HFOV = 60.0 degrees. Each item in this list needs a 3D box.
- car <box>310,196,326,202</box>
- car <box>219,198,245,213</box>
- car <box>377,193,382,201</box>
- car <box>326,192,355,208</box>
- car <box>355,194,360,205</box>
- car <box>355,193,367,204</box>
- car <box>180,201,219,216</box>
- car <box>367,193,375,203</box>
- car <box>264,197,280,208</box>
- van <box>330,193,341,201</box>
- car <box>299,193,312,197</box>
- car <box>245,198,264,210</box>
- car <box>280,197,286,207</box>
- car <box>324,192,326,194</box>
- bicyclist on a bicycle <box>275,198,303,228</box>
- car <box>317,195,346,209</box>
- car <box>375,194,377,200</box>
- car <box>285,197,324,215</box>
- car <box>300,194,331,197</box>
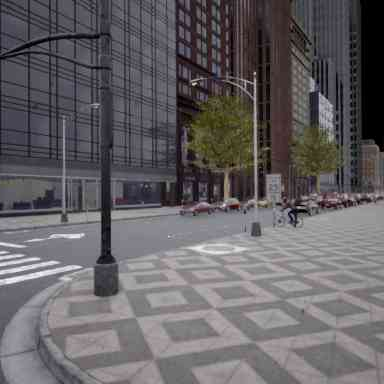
[{"bbox_3d":[26.112,1.418,68.834,1.947,1.339,4.313,0,0,35],"label":"car"},{"bbox_3d":[3.727,1.366,36.315,1.967,1.590,4.097,0,0,35],"label":"car"},{"bbox_3d":[42.718,1.358,77.925,1.802,1.307,4.206,-1,0,35],"label":"car"},{"bbox_3d":[20.337,1.136,45.413,2.192,1.841,5.009,0,0,35],"label":"car"},{"bbox_3d":[23.536,1.378,50.057,1.947,1.339,4.313,0,0,35],"label":"car"},{"bbox_3d":[26.732,1.117,54.702,2.192,1.841,5.009,0,0,35],"label":"car"},{"bbox_3d":[0.531,1.524,31.670,1.802,1.307,4.206,0,0,35],"label":"car"},{"bbox_3d":[33.127,1.099,63.993,2.192,1.841,5.009,0,0,35],"label":"car"},{"bbox_3d":[10.026,1.426,45.466,1.752,1.417,4.829,0,0,35],"label":"car"},{"bbox_3d":[35.701,1.185,82.771,1.690,1.788,3.998,-1,0,35],"label":"van"},{"bbox_3d":[19.715,1.415,59.543,1.887,1.381,4.507,0,0,35],"label":"car"},{"bbox_3d":[6.926,1.495,40.961,1.802,1.307,4.206,0,0,35],"label":"car"},{"bbox_3d":[13.320,1.455,50.252,1.947,1.339,4.313,0,0,35],"label":"car"},{"bbox_3d":[22.260,1.051,52.739,2.150,2.045,5.566,-1,0,35],"label":"car"},{"bbox_3d":[5.315,1.177,18.363,1.656,1.620,0.582,-1,0,35],"label":"bicyclist on a bicycle"},{"bbox_3d":[17.141,1.377,40.768,1.887,1.381,4.507,0,0,35],"label":"car"},{"bbox_3d":[36.421,1.302,68.776,1.752,1.417,4.829,-1,0,35],"label":"car"},{"bbox_3d":[10.747,1.424,31.478,1.947,1.339,4.313,0,0,35],"label":"car"},{"bbox_3d":[16.572,1.339,44.474,2.128,1.511,4.902,-1,0,35],"label":"car"}]
